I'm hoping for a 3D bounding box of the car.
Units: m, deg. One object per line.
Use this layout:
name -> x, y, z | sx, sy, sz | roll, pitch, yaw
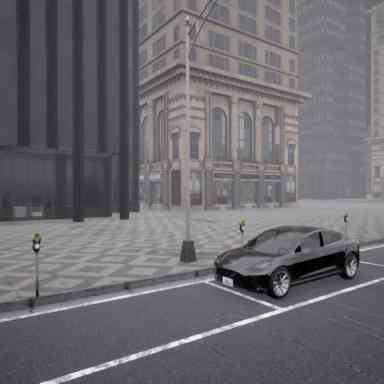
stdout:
car -> 2.546, 1.565, 8.452 | 4.313, 1.339, 1.947 | 0, 0, -35
